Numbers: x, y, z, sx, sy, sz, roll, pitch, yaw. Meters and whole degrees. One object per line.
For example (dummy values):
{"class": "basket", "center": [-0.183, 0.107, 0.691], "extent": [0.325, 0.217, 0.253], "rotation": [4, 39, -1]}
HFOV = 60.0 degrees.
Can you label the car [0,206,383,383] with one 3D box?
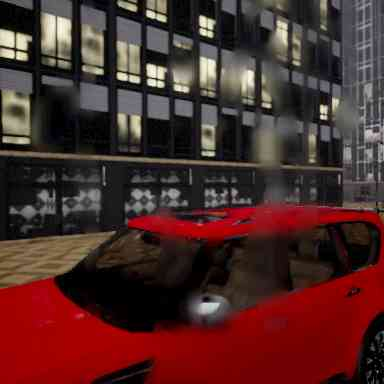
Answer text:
{"class": "car", "center": [0.152, 1.218, 3.487], "extent": [5.566, 2.045, 2.150], "rotation": [0, 0, -36]}
